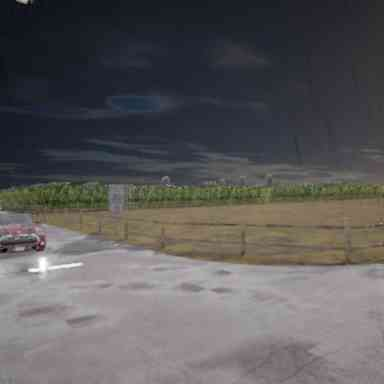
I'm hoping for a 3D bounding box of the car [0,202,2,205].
[{"bbox_3d":[-30.568,2.311,51.065,2.150,2.045,5.566,0,-1,-36],"label":"car"}]

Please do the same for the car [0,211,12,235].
[{"bbox_3d":[-13.630,2.061,22.514,1.895,1.301,4.718,0,-1,-36],"label":"car"}]

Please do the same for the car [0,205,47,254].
[{"bbox_3d":[-7.888,1.631,14.543,2.097,1.767,4.553,0,-1,-36],"label":"car"}]
